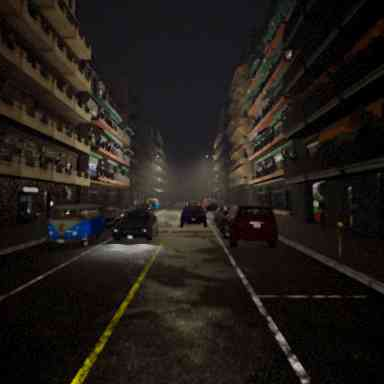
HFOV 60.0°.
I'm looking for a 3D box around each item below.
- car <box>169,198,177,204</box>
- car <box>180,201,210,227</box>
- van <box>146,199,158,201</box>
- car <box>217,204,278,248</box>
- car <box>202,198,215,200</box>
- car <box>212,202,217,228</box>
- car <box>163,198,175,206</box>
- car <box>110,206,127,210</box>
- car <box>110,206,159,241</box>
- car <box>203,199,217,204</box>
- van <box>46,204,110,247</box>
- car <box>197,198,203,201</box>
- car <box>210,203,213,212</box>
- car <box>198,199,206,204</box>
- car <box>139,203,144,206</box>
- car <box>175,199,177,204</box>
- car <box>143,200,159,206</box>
[{"bbox_3d":[-5.271,2.476,93.416,1.967,1.590,4.097,1,-1,0],"label":"car"},{"bbox_3d":[0.109,1.713,24.927,1.882,1.535,5.008,0,0,0],"label":"car"},{"bbox_3d":[-5.286,1.785,43.343,1.690,1.788,3.998,1,-1,0],"label":"van"},{"bbox_3d":[2.585,1.452,15.558,2.192,1.841,5.009,1,-1,0],"label":"car"},{"bbox_3d":[2.596,1.822,48.937,2.192,1.841,5.009,1,-1,0],"label":"car"},{"bbox_3d":[2.585,1.635,21.120,1.967,1.590,4.097,1,-1,0],"label":"car"},{"bbox_3d":[-5.279,2.288,70.990,1.752,1.417,4.829,1,-1,0],"label":"car"},{"bbox_3d":[-5.296,1.746,21.087,2.008,1.369,4.403,1,-1,0],"label":"car"},{"bbox_3d":[-2.829,1.708,17.868,2.033,1.411,5.357,0,-1,0],"label":"car"},{"bbox_3d":[2.591,2.010,43.370,1.947,1.339,4.313,1,-1,0],"label":"car"},{"bbox_3d":[-5.294,1.477,15.524,1.690,1.788,3.998,1,-1,0],"label":"van"},{"bbox_3d":[0.115,1.908,42.257,1.882,1.535,5.008,0,-1,0],"label":"car"},{"bbox_3d":[2.585,1.837,26.679,1.802,1.307,4.206,1,-1,0],"label":"car"},{"bbox_3d":[2.606,2.493,88.049,1.752,1.417,4.829,1,-1,0],"label":"car"},{"bbox_3d":[-5.294,1.778,26.479,1.752,1.417,4.829,1,-1,0],"label":"car"},{"bbox_3d":[-5.276,2.464,82.286,1.947,1.339,4.313,1,-1,0],"label":"car"},{"bbox_3d":[-5.291,1.931,37.777,2.008,1.369,4.403,1,-1,0],"label":"car"}]
